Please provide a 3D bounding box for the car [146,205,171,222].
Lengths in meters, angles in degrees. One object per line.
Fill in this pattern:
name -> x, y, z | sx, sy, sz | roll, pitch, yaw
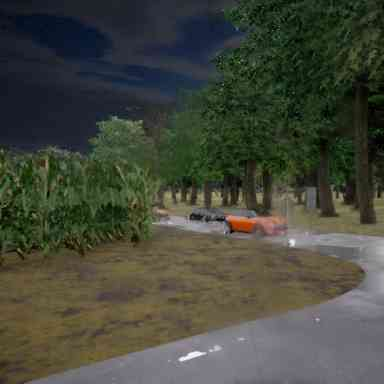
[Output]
car -> -3.916, 2.104, 34.876 | 2.097, 1.767, 4.553 | -1, 0, -29

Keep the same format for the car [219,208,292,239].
car -> 4.006, 1.809, 20.716 | 2.097, 1.767, 4.553 | -1, -1, -29

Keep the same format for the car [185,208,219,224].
car -> 1.253, 2.191, 31.691 | 2.033, 1.411, 5.357 | -1, -1, -29
